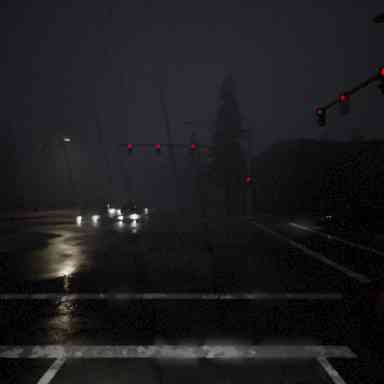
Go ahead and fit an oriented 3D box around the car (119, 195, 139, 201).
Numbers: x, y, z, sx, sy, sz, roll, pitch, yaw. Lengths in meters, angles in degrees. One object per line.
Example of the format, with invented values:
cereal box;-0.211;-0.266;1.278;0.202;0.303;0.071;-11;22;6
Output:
car;-14.874;1.401;78.558;4.902;1.511;2.128;0;0;43

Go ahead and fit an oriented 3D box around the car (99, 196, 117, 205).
car;-15.808;1.508;62.565;2.128;1.511;4.902;0;0;-29

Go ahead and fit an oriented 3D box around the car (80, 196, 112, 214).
car;-10.272;1.489;35.078;1.882;1.535;5.008;0;0;-1

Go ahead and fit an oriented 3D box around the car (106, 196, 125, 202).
car;-17.692;1.512;76.410;4.718;1.301;1.895;0;0;43

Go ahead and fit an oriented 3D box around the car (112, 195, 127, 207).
car;-10.862;1.507;47.768;2.128;1.511;4.902;0;0;-9

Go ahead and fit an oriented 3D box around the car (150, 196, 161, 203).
car;-8.294;1.547;70.590;2.128;1.511;4.902;0;0;-35

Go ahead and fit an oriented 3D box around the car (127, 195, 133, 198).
car;-12.539;1.498;63.917;1.882;1.535;5.008;0;1;-28

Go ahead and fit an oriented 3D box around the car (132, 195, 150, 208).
car;-7.596;1.515;49.505;1.837;1.490;4.892;0;1;-10

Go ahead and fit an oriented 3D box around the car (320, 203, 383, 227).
car;11.044;1.511;22.075;4.892;1.490;1.837;0;0;0

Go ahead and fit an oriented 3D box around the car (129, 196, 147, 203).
car;-11.135;1.523;68.550;1.837;1.490;4.892;0;0;-35

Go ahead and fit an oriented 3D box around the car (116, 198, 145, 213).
car;-6.786;1.613;37.316;1.895;1.301;4.718;0;0;-1
